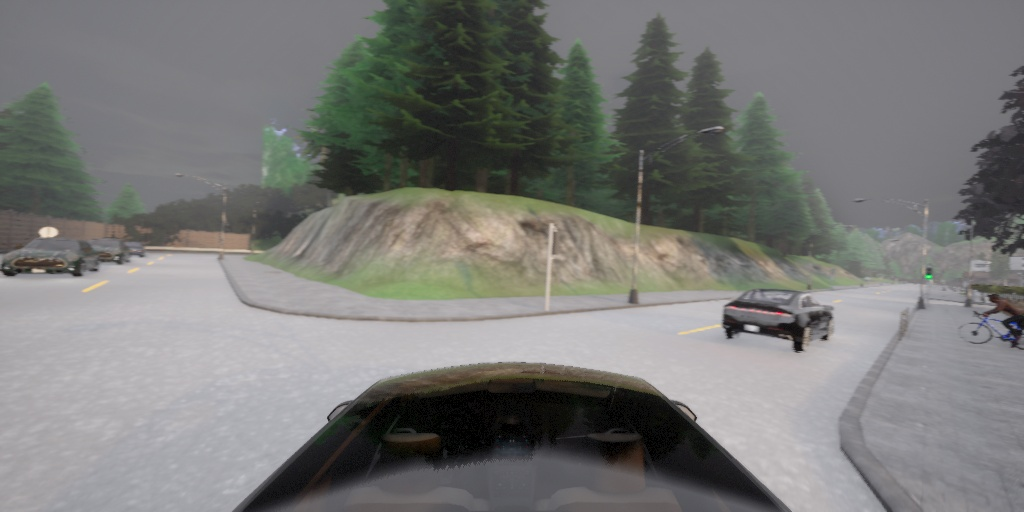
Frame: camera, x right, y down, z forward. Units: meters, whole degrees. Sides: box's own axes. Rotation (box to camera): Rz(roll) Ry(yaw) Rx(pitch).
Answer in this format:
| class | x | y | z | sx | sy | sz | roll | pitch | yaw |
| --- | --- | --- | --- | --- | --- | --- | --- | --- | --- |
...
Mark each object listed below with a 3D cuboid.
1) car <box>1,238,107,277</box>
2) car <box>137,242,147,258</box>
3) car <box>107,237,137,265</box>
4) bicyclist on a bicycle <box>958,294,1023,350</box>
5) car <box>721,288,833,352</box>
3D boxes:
| class | x | y | z | sx | sy | sz | roll | pitch | yaw |
| --- | --- | --- | --- | --- | --- | --- | --- | --- | --- |
| car | -20.841 | -0.051 | 16.448 | 2.097 | 1.767 | 4.553 | 3 | 0 | -40 |
| car | -35.503 | -0.641 | 33.467 | 2.033 | 1.411 | 5.357 | 4 | 0 | -42 |
| car | -27.311 | -0.397 | 24.076 | 2.097 | 1.767 | 4.553 | 3 | 0 | -40 |
| bicyclist on a bicycle | 15.052 | 2.003 | 11.034 | 0.582 | 1.620 | 1.656 | 3 | -1 | -40 |
| car | 7.986 | 1.736 | 10.653 | 4.902 | 1.511 | 2.128 | 3 | 0 | -39 |
